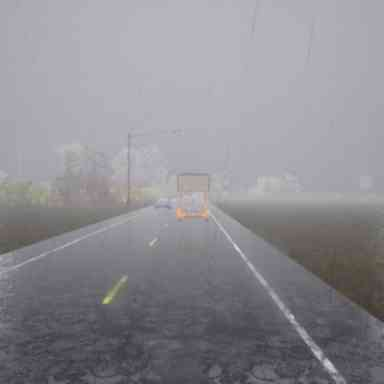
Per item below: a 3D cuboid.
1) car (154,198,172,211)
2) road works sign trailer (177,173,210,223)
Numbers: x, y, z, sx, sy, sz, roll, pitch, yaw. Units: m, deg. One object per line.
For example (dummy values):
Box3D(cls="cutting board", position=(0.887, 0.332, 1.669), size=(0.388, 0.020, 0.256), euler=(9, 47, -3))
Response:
Box3D(cls="car", position=(-3.399, 1.425, 40.054), size=(1.812, 1.442, 4.674), euler=(0, 0, 1))
Box3D(cls="road works sign trailer", position=(0.094, 0.400, 24.839), size=(2.380, 3.560, 2.880), euler=(0, 0, 0))
